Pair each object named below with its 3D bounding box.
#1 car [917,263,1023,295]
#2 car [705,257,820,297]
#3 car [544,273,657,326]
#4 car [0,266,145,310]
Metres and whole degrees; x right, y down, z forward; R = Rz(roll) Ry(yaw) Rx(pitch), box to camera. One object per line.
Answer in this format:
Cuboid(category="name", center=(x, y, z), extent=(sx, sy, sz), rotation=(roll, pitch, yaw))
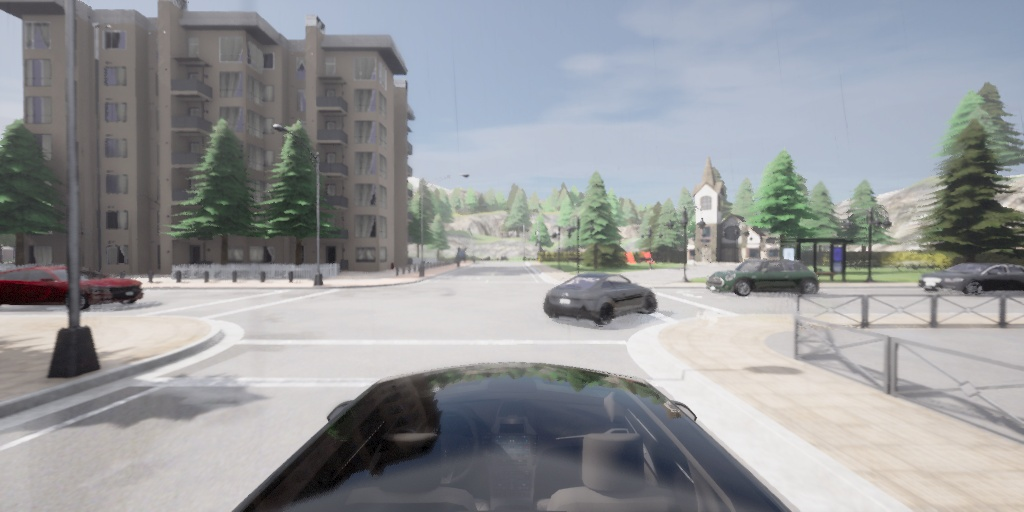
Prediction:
Cuboid(category="car", center=(22.634, 1.091, 17.309), extent=(4.902, 1.511, 2.128), rotation=(0, 1, 0))
Cuboid(category="car", center=(11.853, 0.953, 17.205), extent=(4.553, 1.767, 2.097), rotation=(0, 1, -1))
Cuboid(category="car", center=(2.927, 1.225, 11.450), extent=(4.181, 1.385, 1.994), rotation=(-1, 0, -45))
Cuboid(category="car", center=(-16.642, 1.121, 13.229), extent=(5.008, 1.535, 1.882), rotation=(0, 1, -1))
